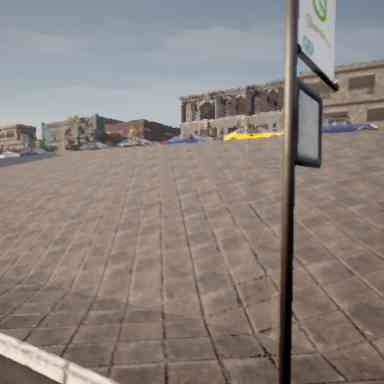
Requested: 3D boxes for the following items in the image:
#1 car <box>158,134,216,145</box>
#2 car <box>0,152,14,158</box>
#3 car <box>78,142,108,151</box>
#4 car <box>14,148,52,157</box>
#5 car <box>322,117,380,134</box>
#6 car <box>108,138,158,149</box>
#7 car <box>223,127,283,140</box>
[{"bbox_3d":[-0.067,-3.915,26.773,4.674,1.452,2.002,1,1,33],"label":"car"},{"bbox_3d":[-22.850,-4.314,42.172,4.674,1.452,2.002,1,1,34],"label":"car"},{"bbox_3d":[-9.275,-4.142,32.909,4.892,1.521,2.231,1,1,34],"label":"car"},{"bbox_3d":[-18.311,-4.410,39.075,4.553,1.767,2.185,1,1,34],"label":"car"},{"bbox_3d":[9.394,-3.866,21.020,4.553,1.767,2.185,1,1,31],"label":"car"},{"bbox_3d":[-4.711,-4.057,29.806,4.892,1.521,2.231,1,1,34],"label":"car"},{"bbox_3d":[4.643,-3.848,23.840,5.008,1.535,2.097,1,1,32],"label":"car"}]
